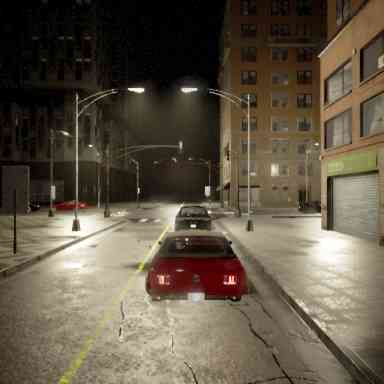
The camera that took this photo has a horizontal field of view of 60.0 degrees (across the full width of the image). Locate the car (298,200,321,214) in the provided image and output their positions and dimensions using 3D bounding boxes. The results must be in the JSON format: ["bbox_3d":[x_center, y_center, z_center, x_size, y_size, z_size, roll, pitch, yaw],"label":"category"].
[{"bbox_3d":[12.032,1.415,30.761,4.313,1.339,1.947,0,0,0],"label":"car"}]

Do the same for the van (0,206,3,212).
[{"bbox_3d":[-20.193,1.426,30.716,3.998,1.788,1.690,0,0,0],"label":"van"}]

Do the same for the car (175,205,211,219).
[{"bbox_3d":[0.054,1.474,18.362,1.882,1.535,5.008,0,0,0],"label":"car"}]

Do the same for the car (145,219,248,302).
[{"bbox_3d":[0.079,1.601,8.213,1.895,1.301,4.718,0,0,0],"label":"car"}]

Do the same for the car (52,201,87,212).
[{"bbox_3d":[-14.564,1.702,39.248,4.206,1.307,1.802,0,0,0],"label":"car"}]

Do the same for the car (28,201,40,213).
[{"bbox_3d":[-20.212,1.726,39.240,4.313,1.339,1.947,0,0,0],"label":"car"}]
